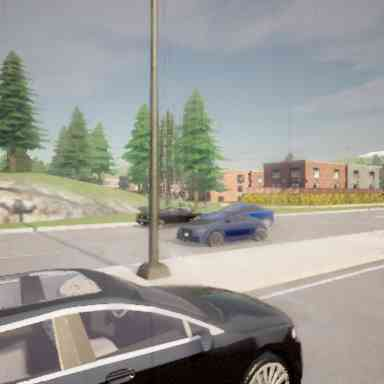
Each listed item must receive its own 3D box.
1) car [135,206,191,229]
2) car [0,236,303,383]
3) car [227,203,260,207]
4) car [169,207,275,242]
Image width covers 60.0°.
[{"bbox_3d":[-1.219,1.585,21.468,4.718,1.301,1.895,0,0,-35],"label":"car"},{"bbox_3d":[-1.026,1.488,2.935,4.902,1.511,2.128,0,0,-36],"label":"car"},{"bbox_3d":[2.826,1.465,20.030,5.008,1.535,1.882,0,0,-35],"label":"car"},{"bbox_3d":[1.412,1.554,14.760,4.181,1.385,1.994,0,0,-35],"label":"car"}]
